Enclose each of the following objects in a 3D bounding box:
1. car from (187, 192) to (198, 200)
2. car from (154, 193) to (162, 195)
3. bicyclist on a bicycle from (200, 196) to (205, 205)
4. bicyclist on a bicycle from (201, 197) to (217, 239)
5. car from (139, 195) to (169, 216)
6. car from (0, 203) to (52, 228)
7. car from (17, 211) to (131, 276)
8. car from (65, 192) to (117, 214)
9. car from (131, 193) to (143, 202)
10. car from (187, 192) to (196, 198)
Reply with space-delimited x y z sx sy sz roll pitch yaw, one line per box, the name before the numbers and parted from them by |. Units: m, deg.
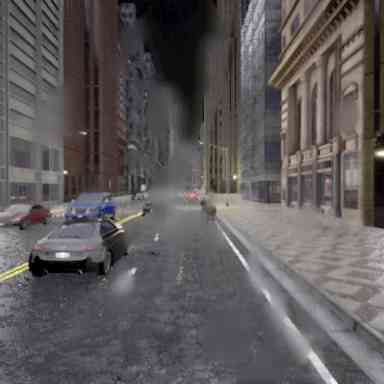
car | 0.088 0.693 67.042 2.097 1.767 4.553 0 1 0
car | -6.515 0.920 63.880 1.812 1.442 4.674 0 1 0
bicyclist on a bicycle | 0.894 1.184 24.822 0.659 1.776 1.843 0 1 0
bicyclist on a bicycle | 0.895 1.262 15.828 0.659 1.776 1.843 0 1 0
car | -3.150 1.277 29.146 1.837 1.490 4.892 0 1 0
car | -9.845 1.387 19.486 1.812 1.442 4.674 0 1 0
car | -3.150 1.498 10.111 1.994 1.385 4.181 0 0 0
car | -6.594 1.056 22.370 2.150 2.045 5.566 0 1 0
car | -9.782 0.929 59.869 1.837 1.490 4.892 0 1 1
car | -0.004 0.672 81.105 2.128 1.511 4.902 0 1 0
